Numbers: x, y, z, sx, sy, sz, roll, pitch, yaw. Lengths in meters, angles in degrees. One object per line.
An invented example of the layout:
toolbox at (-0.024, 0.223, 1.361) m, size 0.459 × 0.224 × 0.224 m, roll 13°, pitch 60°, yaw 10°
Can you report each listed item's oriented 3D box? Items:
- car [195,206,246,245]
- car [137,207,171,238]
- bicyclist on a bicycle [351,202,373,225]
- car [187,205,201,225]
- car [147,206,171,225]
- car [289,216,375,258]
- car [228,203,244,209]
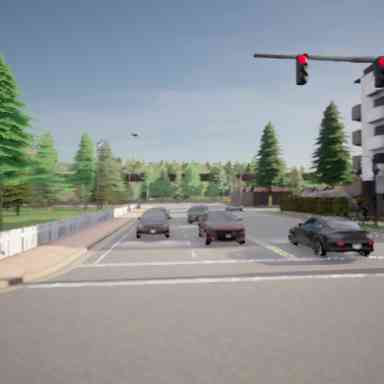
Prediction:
car at (1.445, 1.734, 17.265) m, size 1.882 × 1.535 × 5.008 m, roll -1°, pitch -1°, yaw -4°
car at (-2.235, 1.864, 19.985) m, size 1.812 × 1.442 × 4.674 m, roll -1°, pitch -1°, yaw -4°
bicyclist on a bicycle at (12.008, 1.539, 23.568) m, size 1.656 × 1.620 × 0.582 m, roll -1°, pitch -1°, yaw -4°
car at (0.642, 1.949, 28.825) m, size 1.837 × 1.490 × 4.892 m, roll -1°, pitch -1°, yaw -4°
car at (-2.955, 2.064, 30.035) m, size 1.994 × 1.385 × 4.181 m, roll -1°, pitch -1°, yaw -5°
car at (5.446, 1.680, 13.437) m, size 1.812 × 1.442 × 4.674 m, roll 0°, pitch -1°, yaw -2°
car at (6.334, 2.304, 49.746) m, size 1.895 × 1.301 × 4.718 m, roll -1°, pitch -1°, yaw -4°
